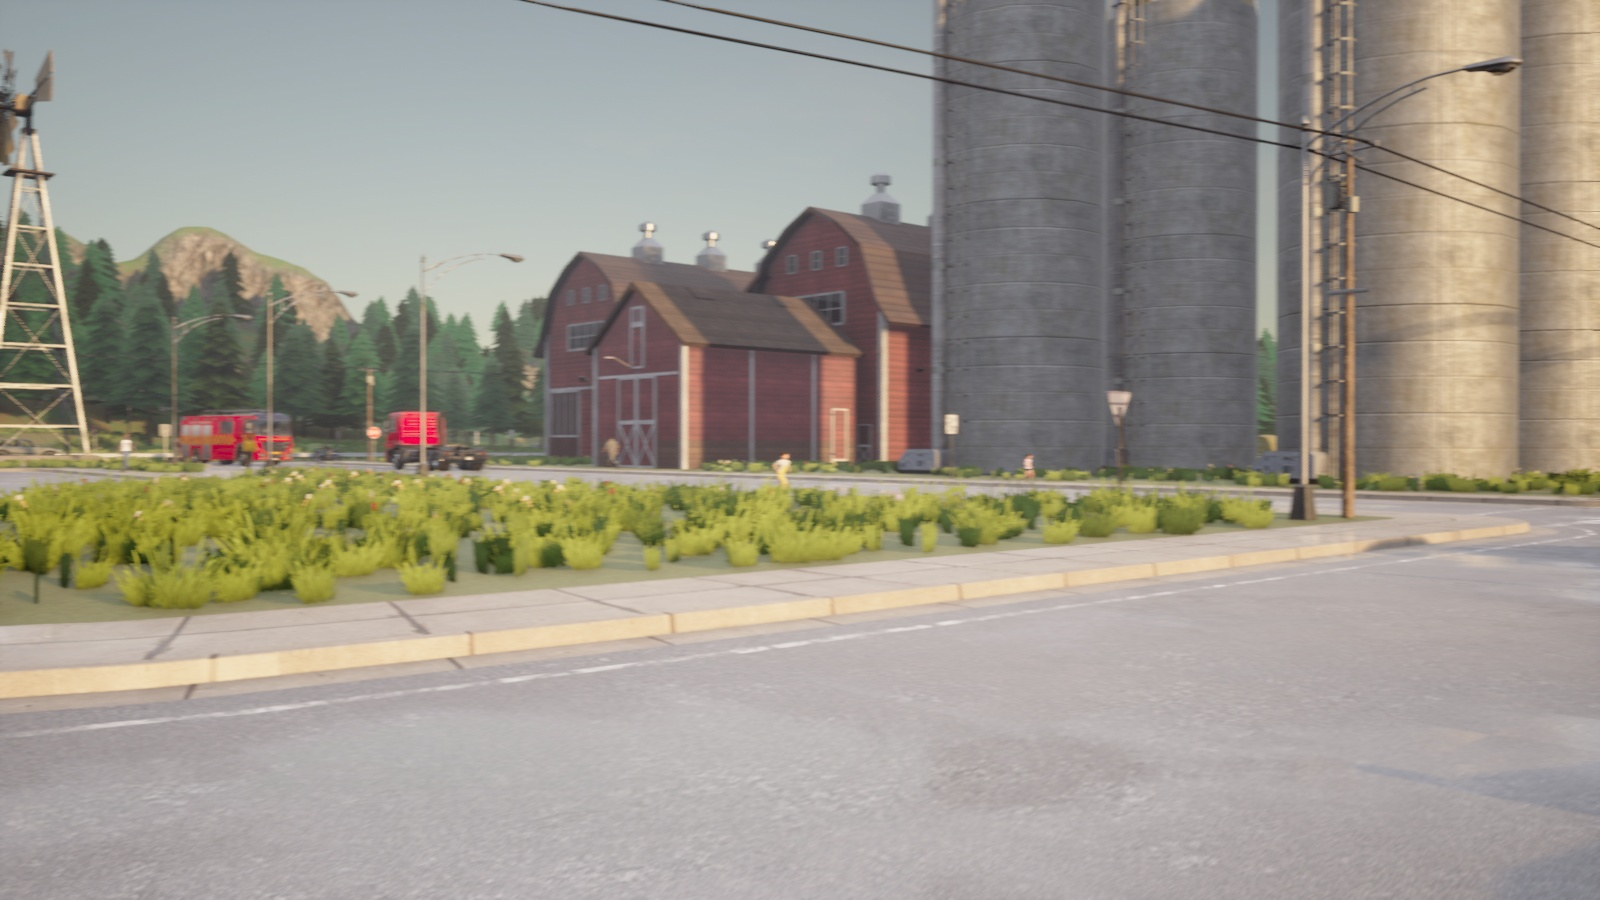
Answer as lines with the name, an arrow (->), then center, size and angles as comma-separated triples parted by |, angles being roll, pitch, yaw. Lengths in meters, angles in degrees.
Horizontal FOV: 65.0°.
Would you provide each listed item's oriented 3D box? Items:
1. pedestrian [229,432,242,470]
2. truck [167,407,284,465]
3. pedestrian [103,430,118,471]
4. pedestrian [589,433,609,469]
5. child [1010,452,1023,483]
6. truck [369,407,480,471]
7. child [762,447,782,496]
pedestrian -> -27.397, 0.033, 60.893 | 0.370, 1.835, 0.726 | 0, 0, -42
truck -> -39.186, -0.941, 85.531 | 8.468, 3.827, 2.891 | 0, 0, 31
pedestrian -> -31.483, 0.030, 57.322 | 0.706, 1.836, 0.354 | 0, 0, 40
pedestrian -> -11.070, 0.058, 69.160 | 0.873, 1.952, 0.659 | 0, 0, 37
child -> 7.861, 0.623, 45.634 | 0.255, 1.110, 0.394 | 0, 0, -39
truck -> -21.555, -0.627, 71.777 | 2.891, 3.462, 7.936 | 0, 0, -43
child -> -0.734, 0.544, 32.406 | 0.437, 1.263, 0.270 | 0, 0, 28
